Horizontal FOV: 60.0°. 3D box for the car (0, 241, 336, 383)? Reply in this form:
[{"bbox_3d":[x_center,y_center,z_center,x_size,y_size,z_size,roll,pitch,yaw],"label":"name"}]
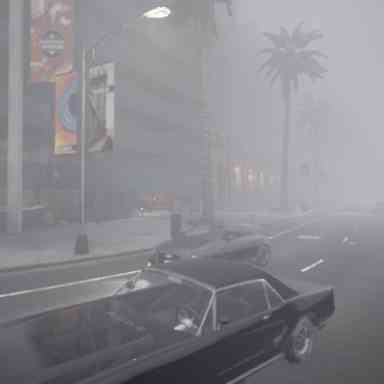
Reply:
[{"bbox_3d":[-0.117,1.632,4.195,4.718,1.301,1.895,1,-1,-42],"label":"car"}]

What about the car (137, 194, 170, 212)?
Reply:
[{"bbox_3d":[-4.842,1.317,41.280,2.435,2.045,5.566,0,0,30],"label":"car"}]

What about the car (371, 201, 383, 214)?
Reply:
[{"bbox_3d":[22.765,1.899,39.809,1.837,1.490,4.892,0,0,30],"label":"car"}]

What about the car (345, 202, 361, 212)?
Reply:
[{"bbox_3d":[22.543,2.044,46.483,1.895,1.301,4.718,0,0,30],"label":"car"}]

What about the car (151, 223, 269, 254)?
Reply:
[{"bbox_3d":[0.674,1.642,10.004,1.994,1.385,4.181,0,0,40],"label":"car"}]

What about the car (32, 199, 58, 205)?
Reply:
[{"bbox_3d":[-21.315,1.744,49.738,1.895,1.301,4.718,0,0,30],"label":"car"}]

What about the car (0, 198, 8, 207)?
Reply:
[{"bbox_3d":[-31.179,1.698,55.859,2.161,1.482,4.786,0,0,30],"label":"car"}]
